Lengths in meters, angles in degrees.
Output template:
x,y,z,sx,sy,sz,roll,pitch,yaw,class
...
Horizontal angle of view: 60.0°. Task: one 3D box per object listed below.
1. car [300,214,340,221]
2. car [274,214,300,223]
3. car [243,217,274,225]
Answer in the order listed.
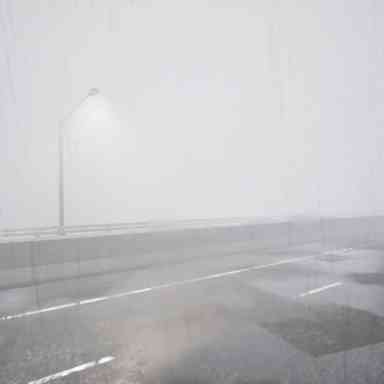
x,y,z,sx,sy,sz,roll,pitch,yaw,class
13.461,3.033,33.083,5.357,1.411,2.033,1,-4,-38,car
11.463,3.206,35.951,4.892,1.490,1.837,1,-4,-39,car
7.910,3.492,37.581,4.718,1.301,1.895,1,-4,-39,car
